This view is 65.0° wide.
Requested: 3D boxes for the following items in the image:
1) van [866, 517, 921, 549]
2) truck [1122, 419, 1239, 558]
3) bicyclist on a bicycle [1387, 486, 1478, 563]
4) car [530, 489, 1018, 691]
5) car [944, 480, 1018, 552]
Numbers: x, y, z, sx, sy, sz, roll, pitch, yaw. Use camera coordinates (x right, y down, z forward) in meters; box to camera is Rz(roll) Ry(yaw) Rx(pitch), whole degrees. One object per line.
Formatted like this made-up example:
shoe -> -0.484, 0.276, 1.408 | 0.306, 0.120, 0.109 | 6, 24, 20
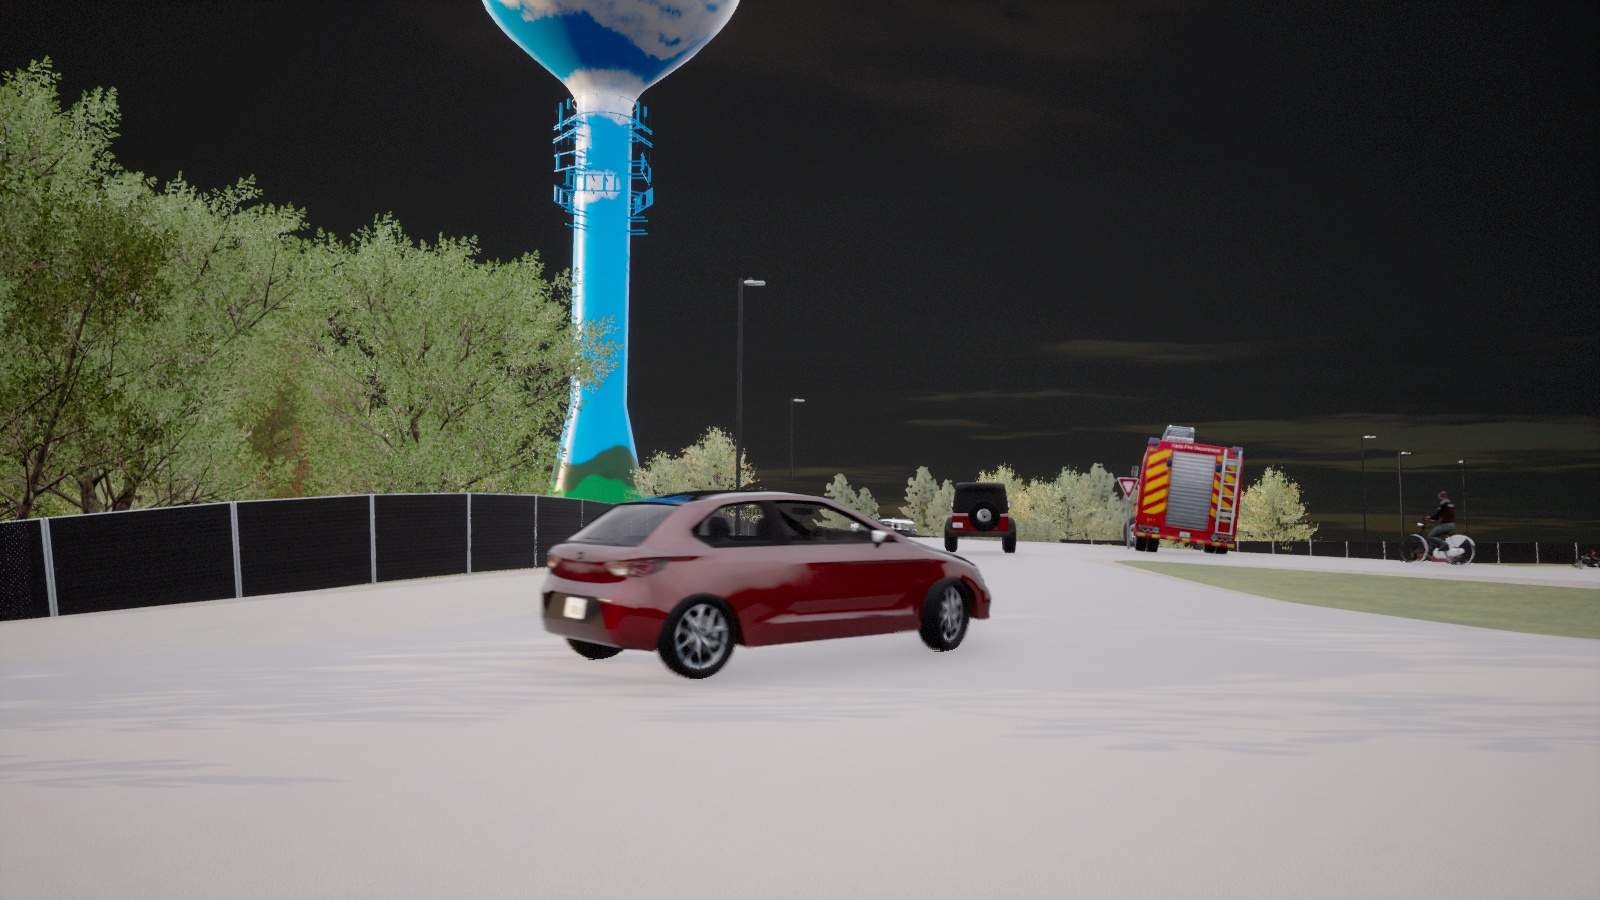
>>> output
van -> 6.647, 5.869, 88.683 | 2.069, 2.038, 4.480 | -4, -8, 31
truck -> 12.354, 1.383, 41.408 | 2.891, 3.827, 8.468 | 6, -2, 14
bicyclist on a bicycle -> 15.045, 1.757, 29.929 | 0.659, 1.776, 1.843 | 3, -4, -33
car -> -0.113, 1.103, 11.367 | 4.193, 1.474, 1.816 | 1, -2, -40
car -> 4.981, 1.825, 34.671 | 1.905, 1.878, 3.866 | 0, -3, 8
